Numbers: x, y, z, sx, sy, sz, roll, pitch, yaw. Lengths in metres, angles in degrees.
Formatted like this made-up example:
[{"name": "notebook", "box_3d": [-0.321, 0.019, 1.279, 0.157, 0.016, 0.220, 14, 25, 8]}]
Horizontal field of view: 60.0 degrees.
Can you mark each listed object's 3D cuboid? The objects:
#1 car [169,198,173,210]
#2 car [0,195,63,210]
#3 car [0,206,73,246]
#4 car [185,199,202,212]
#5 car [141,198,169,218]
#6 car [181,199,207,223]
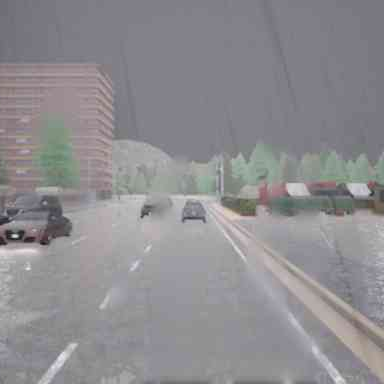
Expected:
[{"name": "car", "box_3d": [-3.337, 1.447, 41.300, 2.128, 1.511, 4.902, 0, 0, 0]}, {"name": "car", "box_3d": [-10.519, 1.197, 22.191, 2.150, 2.045, 5.566, 0, 0, 0]}, {"name": "car", "box_3d": [-6.983, 1.546, 15.127, 1.994, 1.385, 4.181, 0, 0, 0]}, {"name": "car", "box_3d": [0.162, 1.522, 39.436, 1.994, 1.385, 4.181, 0, 0, 0]}, {"name": "car", "box_3d": [-3.356, 1.473, 29.362, 1.837, 1.490, 4.892, 0, 0, 0]}, {"name": "car", "box_3d": [0.141, 1.520, 25.484, 2.033, 1.411, 5.357, 0, 0, 0]}]
